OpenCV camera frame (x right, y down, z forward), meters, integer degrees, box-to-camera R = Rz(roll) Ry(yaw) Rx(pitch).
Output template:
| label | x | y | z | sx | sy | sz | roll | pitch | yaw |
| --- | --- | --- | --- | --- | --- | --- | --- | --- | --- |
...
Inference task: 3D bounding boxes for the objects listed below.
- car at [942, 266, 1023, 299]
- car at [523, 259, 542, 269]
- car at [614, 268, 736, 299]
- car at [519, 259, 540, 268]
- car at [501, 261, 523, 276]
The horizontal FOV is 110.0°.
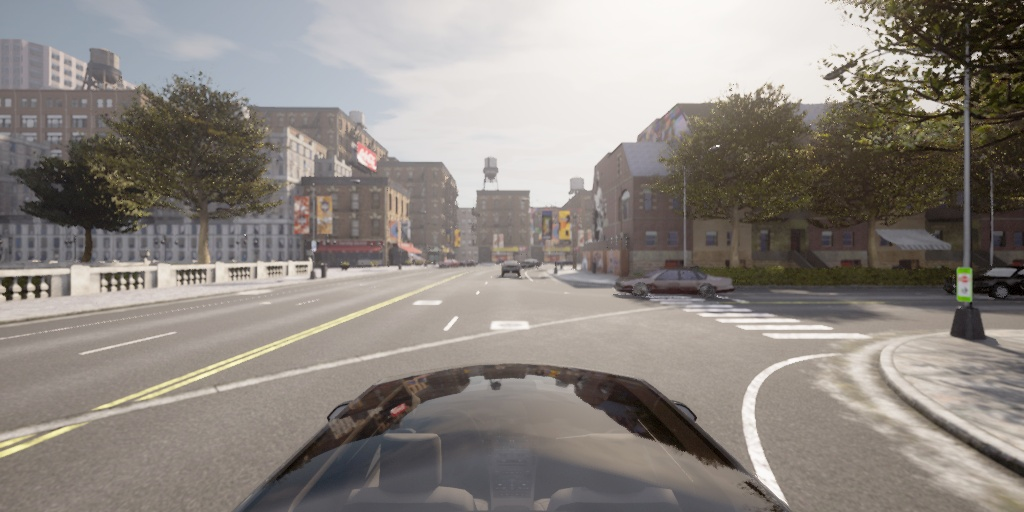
| label | x | y | z | sx | sy | sz | roll | pitch | yaw |
| --- | --- | --- | --- | --- | --- | --- | --- | --- | --- |
| car | 24.039 | 1.226 | 17.381 | 5.008 | 1.535 | 1.882 | 0 | 0 | -1 |
| car | 3.190 | 1.248 | 55.677 | 1.837 | 1.490 | 4.892 | -1 | 0 | 21 |
| car | 7.879 | 1.296 | 17.696 | 5.357 | 1.411 | 2.033 | 0 | 0 | 7 |
| car | 3.170 | 1.268 | 63.401 | 1.812 | 1.442 | 4.674 | 0 | 0 | 30 |
| car | -0.088 | 1.251 | 36.501 | 1.837 | 1.490 | 4.892 | 0 | 0 | 0 |
